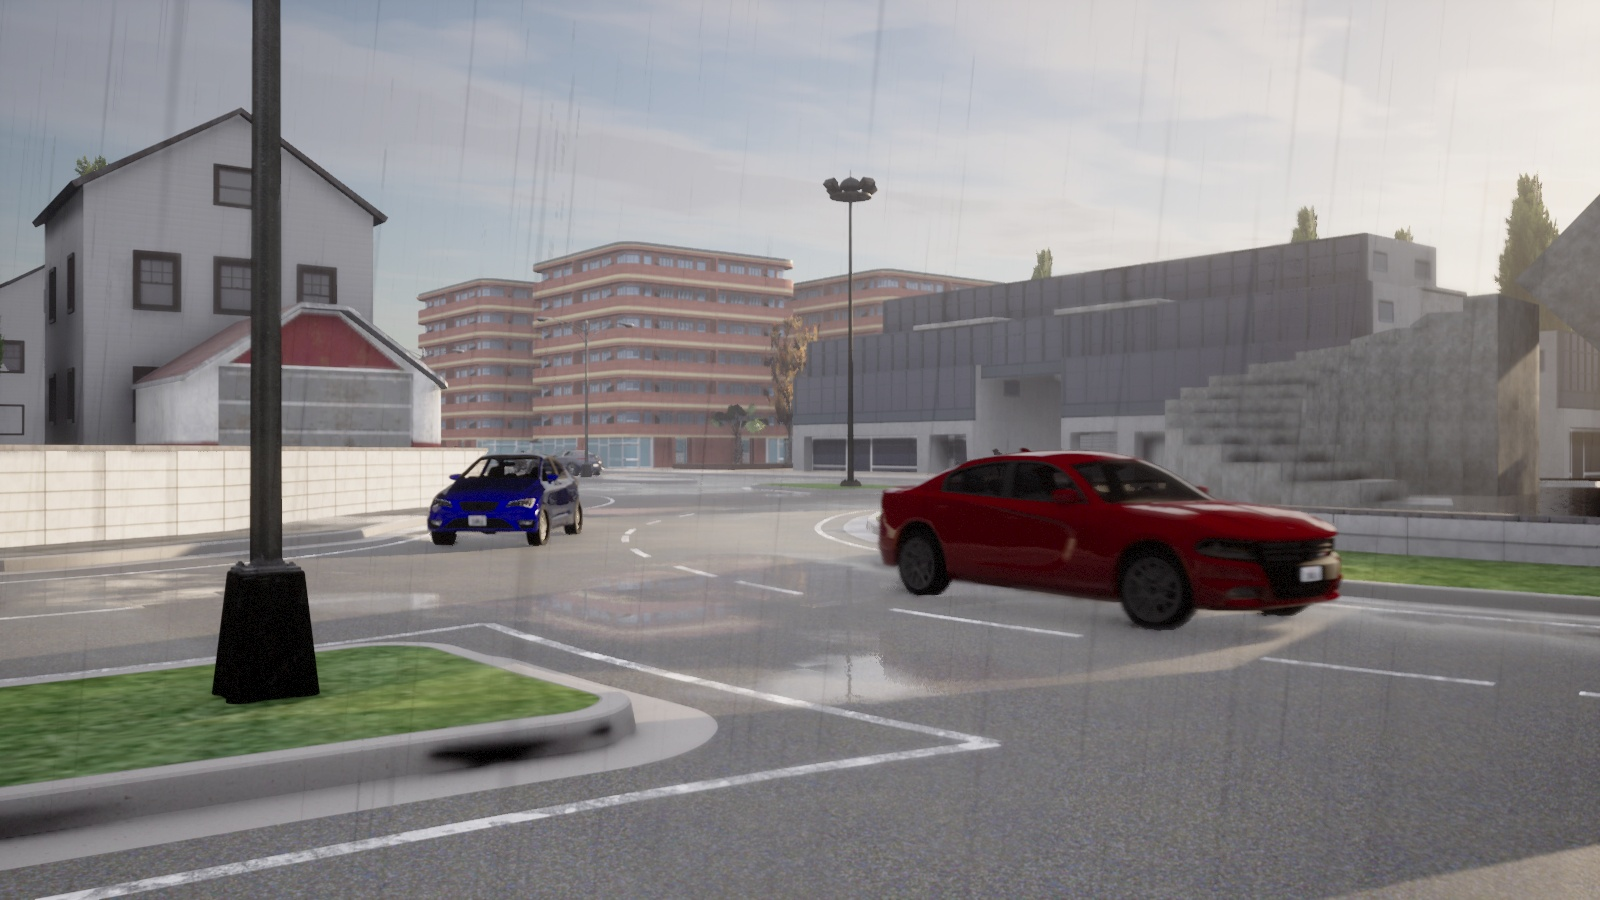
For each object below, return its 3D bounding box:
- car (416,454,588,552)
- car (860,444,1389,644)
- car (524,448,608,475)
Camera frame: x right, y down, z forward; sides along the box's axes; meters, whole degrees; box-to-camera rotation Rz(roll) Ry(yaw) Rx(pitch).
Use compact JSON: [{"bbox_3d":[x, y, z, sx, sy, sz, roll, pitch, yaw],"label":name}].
[{"bbox_3d":[-4.856,0.809,21.075,1.816,1.474,4.193,0,0,1],"label":"car"},{"bbox_3d":[2.847,0.733,12.280,1.882,1.535,5.008,0,0,-34],"label":"car"},{"bbox_3d":[-14.401,0.696,77.061,5.027,1.651,2.152,0,0,35],"label":"car"}]
